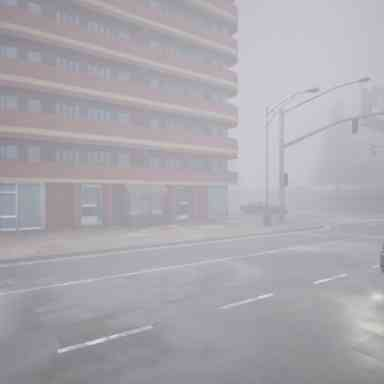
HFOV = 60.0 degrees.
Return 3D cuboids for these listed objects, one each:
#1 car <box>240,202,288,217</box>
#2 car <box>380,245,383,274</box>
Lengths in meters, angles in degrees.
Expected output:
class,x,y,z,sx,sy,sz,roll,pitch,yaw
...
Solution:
class,x,y,z,sx,sy,sz,roll,pitch,yaw
car,6.899,1.601,32.083,1.895,1.301,4.718,0,0,-36
car,7.064,1.477,9.101,5.008,1.535,1.882,0,0,-36
